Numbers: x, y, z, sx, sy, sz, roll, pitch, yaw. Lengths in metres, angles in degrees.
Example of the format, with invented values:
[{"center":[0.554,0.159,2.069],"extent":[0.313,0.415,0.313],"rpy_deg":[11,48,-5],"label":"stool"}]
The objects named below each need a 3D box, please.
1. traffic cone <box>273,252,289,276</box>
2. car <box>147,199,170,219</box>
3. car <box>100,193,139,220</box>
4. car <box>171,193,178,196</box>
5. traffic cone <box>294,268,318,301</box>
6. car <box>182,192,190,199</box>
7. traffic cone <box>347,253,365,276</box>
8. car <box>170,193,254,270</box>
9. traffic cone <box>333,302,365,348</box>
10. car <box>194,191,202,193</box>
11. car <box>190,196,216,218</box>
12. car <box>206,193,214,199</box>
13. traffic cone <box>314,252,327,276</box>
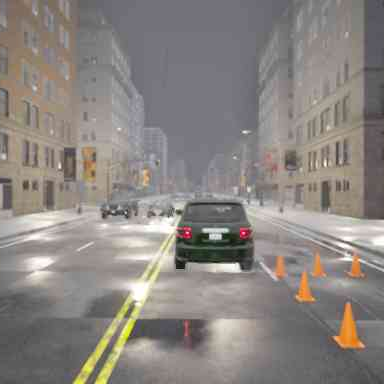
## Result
[{"center":[2.377,1.917,8.925],"extent":[0.340,0.580,0.340],"rpy_deg":[0,0,1],"label":"traffic cone"},{"center":[-2.543,1.376,27.559],"extent":[2.128,1.511,4.902],"rpy_deg":[0,0,1],"label":"car"},{"center":[-5.797,1.106,27.416],"extent":[2.150,2.045,5.566],"rpy_deg":[0,0,1],"label":"car"},{"center":[-4.762,0.981,92.040],"extent":[2.097,1.767,4.553],"rpy_deg":[0,0,1],"label":"car"},{"center":[2.347,1.926,6.926],"extent":[0.340,0.580,0.340],"rpy_deg":[0,0,1],"label":"traffic cone"},{"center":[-1.512,0.982,91.993],"extent":[2.097,1.767,4.553],"rpy_deg":[0,0,1],"label":"car"},{"center":[4.377,1.918,8.896],"extent":[0.340,0.580,0.340],"rpy_deg":[0,0,1],"label":"traffic cone"},{"center":[0.628,1.176,10.940],"extent":[2.150,2.045,5.566],"rpy_deg":[0,1,1],"label":"car"},{"center":[2.318,1.934,4.926],"extent":[0.340,0.580,0.340],"rpy_deg":[0,0,1],"label":"traffic cone"},{"center":[1.738,0.850,91.914],"extent":[2.150,2.045,5.566],"rpy_deg":[0,0,1],"label":"car"},{"center":[0.907,1.231,29.166],"extent":[2.097,1.767,4.553],"rpy_deg":[0,0,1],"label":"car"},{"center":[4.993,1.126,92.253],"extent":[1.837,1.490,4.892],"rpy_deg":[0,0,1],"label":"car"},{"center":[3.377,1.918,8.911],"extent":[0.340,0.580,0.340],"rpy_deg":[0,0,1],"label":"traffic cone"}]
